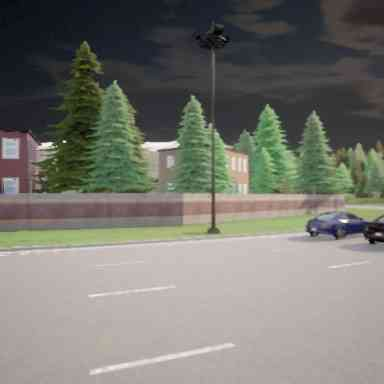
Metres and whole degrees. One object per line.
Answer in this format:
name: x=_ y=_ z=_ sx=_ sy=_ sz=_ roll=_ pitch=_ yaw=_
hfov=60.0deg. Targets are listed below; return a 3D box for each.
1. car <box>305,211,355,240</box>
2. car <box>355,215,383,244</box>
car: x=8.434 y=1.817 z=18.834 sx=4.674 sy=1.442 sz=1.812 roll=0 pitch=-1 yaw=-31
car: x=10.301 y=1.710 z=15.877 sx=5.008 sy=1.535 sz=1.882 roll=0 pitch=-1 yaw=-31
